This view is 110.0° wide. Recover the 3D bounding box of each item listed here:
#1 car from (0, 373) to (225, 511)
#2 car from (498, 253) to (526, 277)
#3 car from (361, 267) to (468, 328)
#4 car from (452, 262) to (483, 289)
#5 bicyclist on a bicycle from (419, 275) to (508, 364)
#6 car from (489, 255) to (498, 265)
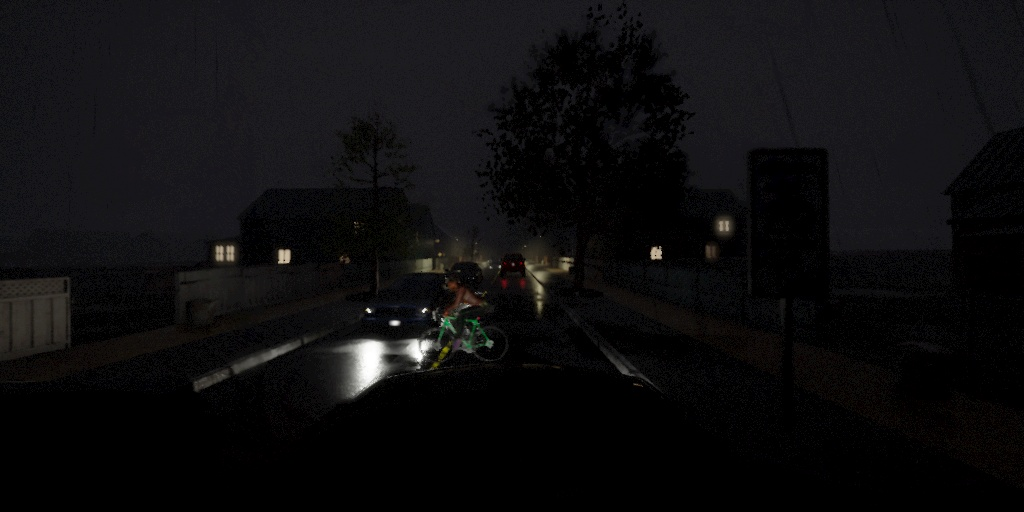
[{"bbox_3d":[-2.850,1.265,0.383,1.837,1.490,4.892,0,0,0],"label":"car"},{"bbox_3d":[0.091,0.766,32.873,2.150,2.045,5.566,0,1,0],"label":"car"},{"bbox_3d":[-2.847,1.235,11.408,2.033,1.411,5.357,0,0,0],"label":"car"},{"bbox_3d":[-2.839,1.124,21.685,1.837,1.490,4.892,0,0,1],"label":"car"},{"bbox_3d":[-0.898,1.165,6.559,1.656,1.620,0.582,-2,0,-1],"label":"bicyclist on a bicycle"},{"bbox_3d":[-2.809,0.686,62.024,2.097,1.767,4.553,0,0,0],"label":"car"}]
